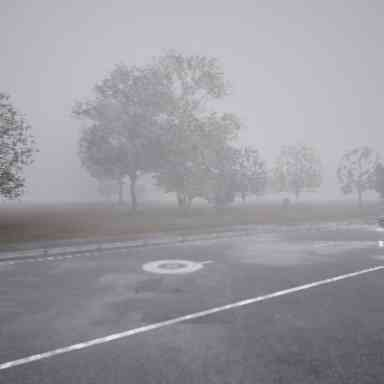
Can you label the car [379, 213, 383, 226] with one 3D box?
[{"bbox_3d":[14.264,1.516,21.812,4.674,1.442,1.812,0,0,-31],"label":"car"}]
